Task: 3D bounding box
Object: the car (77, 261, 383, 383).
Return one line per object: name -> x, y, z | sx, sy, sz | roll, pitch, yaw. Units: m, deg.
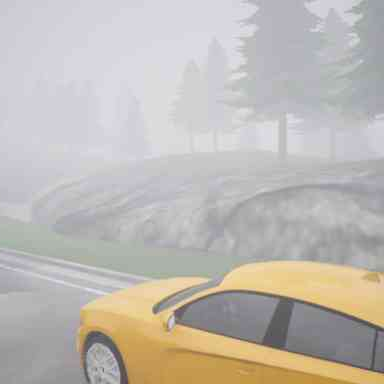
car -> 0.888, 1.483, 3.364 | 5.008, 1.535, 1.882 | -1, 0, 36
